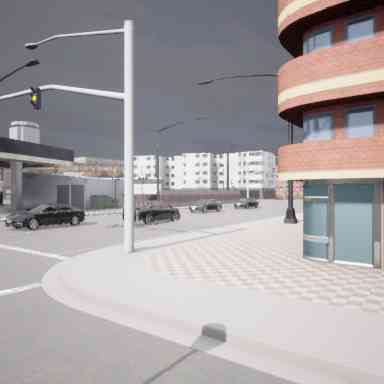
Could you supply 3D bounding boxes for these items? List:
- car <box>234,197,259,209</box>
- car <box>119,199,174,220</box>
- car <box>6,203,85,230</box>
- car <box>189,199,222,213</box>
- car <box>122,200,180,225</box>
[{"bbox_3d":[7.462,1.491,45.384,2.128,1.511,4.902,0,0,35],"label":"car"},{"bbox_3d":[-3.866,1.478,29.011,1.882,1.535,5.008,0,0,34],"label":"car"},{"bbox_3d":[-9.191,1.505,21.231,1.837,1.490,4.892,0,0,34],"label":"car"},{"bbox_3d":[1.553,1.491,36.858,2.128,1.511,4.902,0,0,35],"label":"car"},{"bbox_3d":[-2.824,1.491,24.006,2.128,1.511,4.902,0,0,35],"label":"car"}]
